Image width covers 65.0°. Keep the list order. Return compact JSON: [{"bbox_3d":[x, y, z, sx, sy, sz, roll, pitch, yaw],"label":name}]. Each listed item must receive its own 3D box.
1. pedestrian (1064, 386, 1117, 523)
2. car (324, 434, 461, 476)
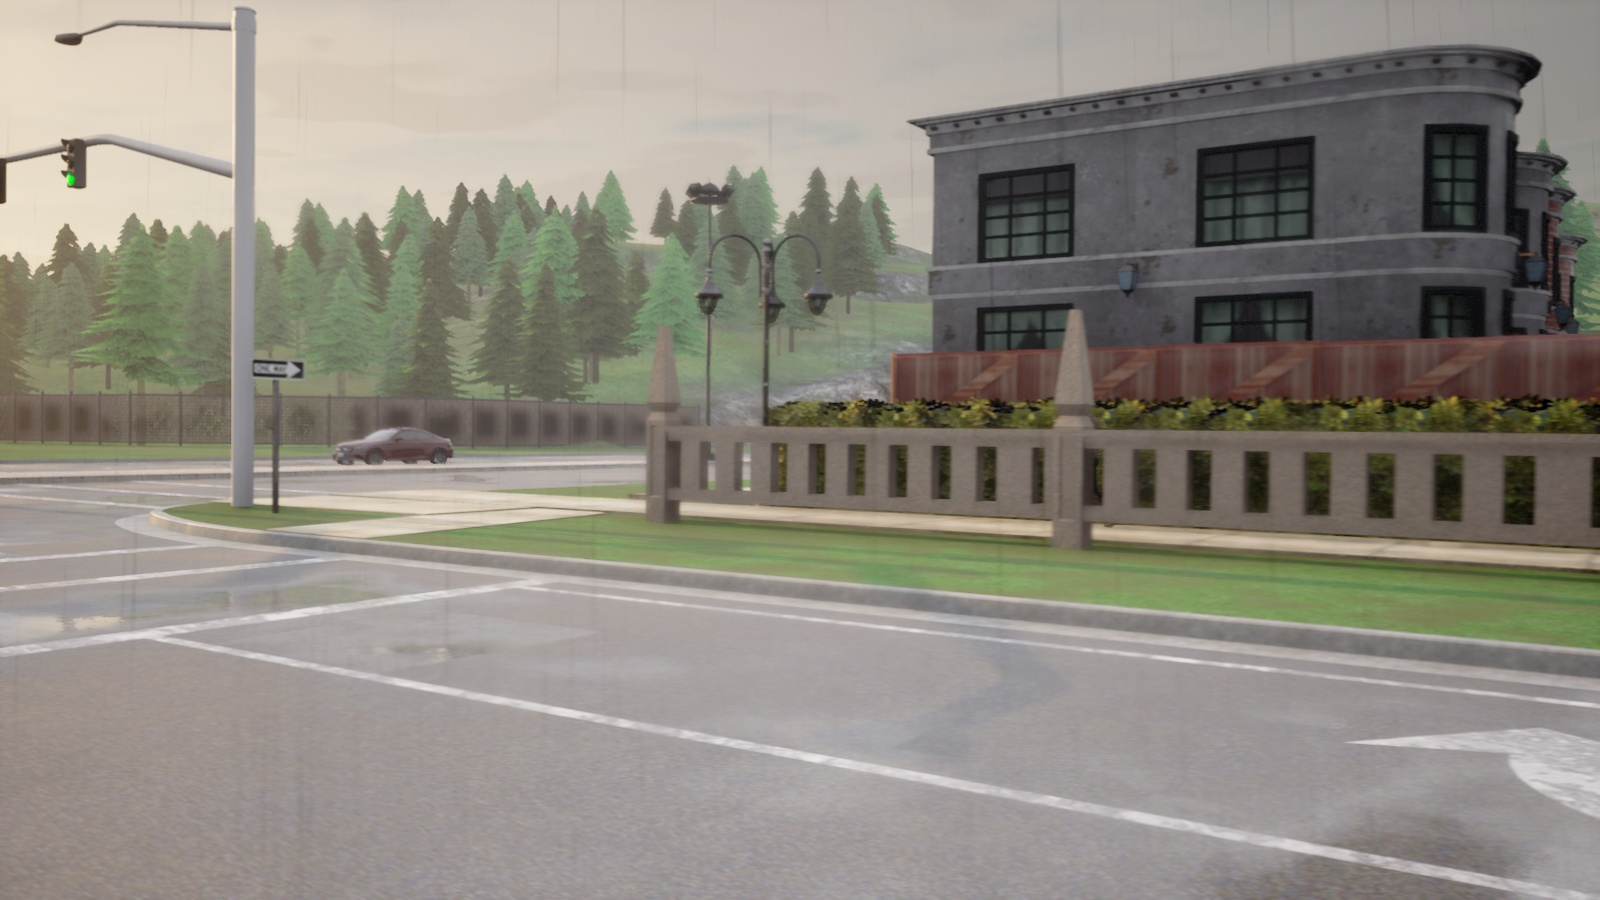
[{"bbox_3d":[3.986,0.051,17.239,0.634,1.846,0.331,0,1,37],"label":"pedestrian"},{"bbox_3d":[-14.897,0.151,46.160,1.812,1.442,4.674,0,1,34],"label":"car"}]
